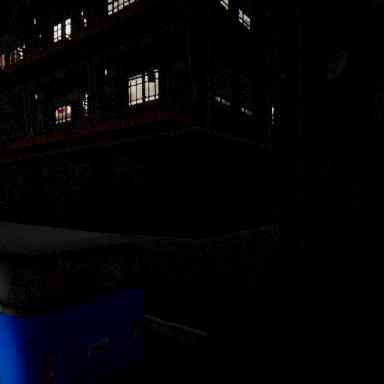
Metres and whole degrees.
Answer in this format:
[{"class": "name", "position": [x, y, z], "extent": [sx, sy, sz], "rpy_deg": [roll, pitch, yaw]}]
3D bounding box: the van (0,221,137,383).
[{"class": "van", "position": [-2.454, 1.343, 4.475], "extent": [3.998, 1.788, 1.690], "rpy_deg": [0, -1, 36]}]

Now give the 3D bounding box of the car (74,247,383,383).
[{"class": "car", "position": [2.036, 1.315, 1.243], "extent": [5.009, 1.841, 2.192], "rpy_deg": [0, -1, 36]}]
